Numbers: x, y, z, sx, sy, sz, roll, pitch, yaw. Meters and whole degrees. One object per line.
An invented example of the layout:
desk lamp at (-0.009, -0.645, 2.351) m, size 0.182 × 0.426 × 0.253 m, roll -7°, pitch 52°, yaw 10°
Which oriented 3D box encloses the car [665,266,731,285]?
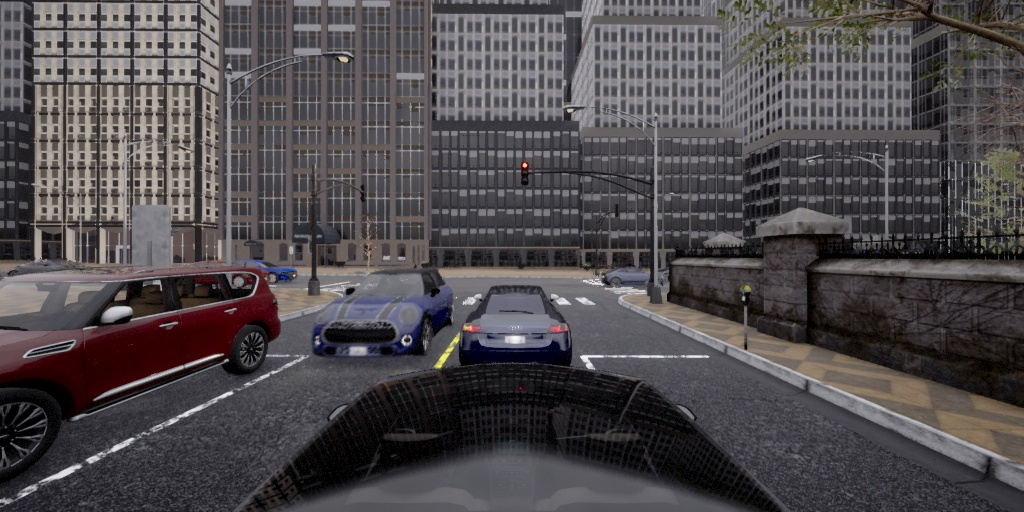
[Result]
car at (14.510, 1.510, 28.119) m, size 4.181 × 1.385 × 1.994 m, roll 1°, pitch 0°, yaw -1°

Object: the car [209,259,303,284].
car at (-17.253, 1.026, 24.318) m, size 5.008 × 1.535 × 1.882 m, roll 1°, pitch 0°, yaw 0°

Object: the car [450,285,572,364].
car at (0.088, 1.314, 7.767) m, size 1.994 × 1.385 × 4.181 m, roll 0°, pitch 0°, yaw 1°

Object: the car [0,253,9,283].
car at (-33.067, 0.698, 20.866) m, size 4.553 × 1.767 × 2.097 m, roll 1°, pitch 0°, yaw -1°

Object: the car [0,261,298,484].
car at (-5.364, 1.065, 4.749) m, size 2.192 × 1.841 × 5.009 m, roll 0°, pitch 0°, yaw 0°

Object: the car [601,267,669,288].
car at (8.253, 1.426, 24.595) m, size 4.181 × 1.385 × 1.994 m, roll 1°, pitch 0°, yaw -1°

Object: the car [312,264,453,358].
car at (-2.715, 1.102, 8.627) m, size 2.097 × 1.767 × 4.553 m, roll 0°, pitch 0°, yaw 1°

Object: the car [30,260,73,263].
car at (-30.712, 0.946, 24.140) m, size 4.181 × 1.385 × 1.994 m, roll 1°, pitch 0°, yaw -1°
